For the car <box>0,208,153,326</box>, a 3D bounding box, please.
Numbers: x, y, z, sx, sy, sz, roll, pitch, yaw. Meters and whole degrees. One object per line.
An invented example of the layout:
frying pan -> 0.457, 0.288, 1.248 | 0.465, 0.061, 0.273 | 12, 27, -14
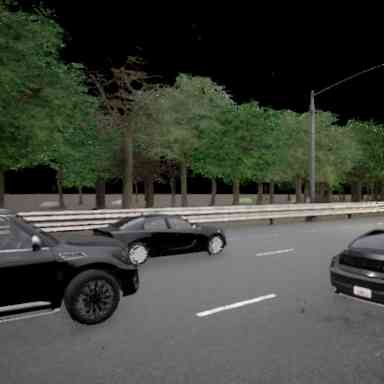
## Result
car -> -3.659, 1.222, 5.435 | 5.566, 2.045, 2.150 | 0, 0, -35

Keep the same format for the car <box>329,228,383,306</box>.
car -> 4.991, 1.529, 7.299 | 4.892, 1.490, 1.837 | 0, 0, -35

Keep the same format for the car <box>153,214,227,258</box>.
car -> -0.994, 1.495, 11.629 | 5.008, 1.535, 1.882 | 0, 0, -35
